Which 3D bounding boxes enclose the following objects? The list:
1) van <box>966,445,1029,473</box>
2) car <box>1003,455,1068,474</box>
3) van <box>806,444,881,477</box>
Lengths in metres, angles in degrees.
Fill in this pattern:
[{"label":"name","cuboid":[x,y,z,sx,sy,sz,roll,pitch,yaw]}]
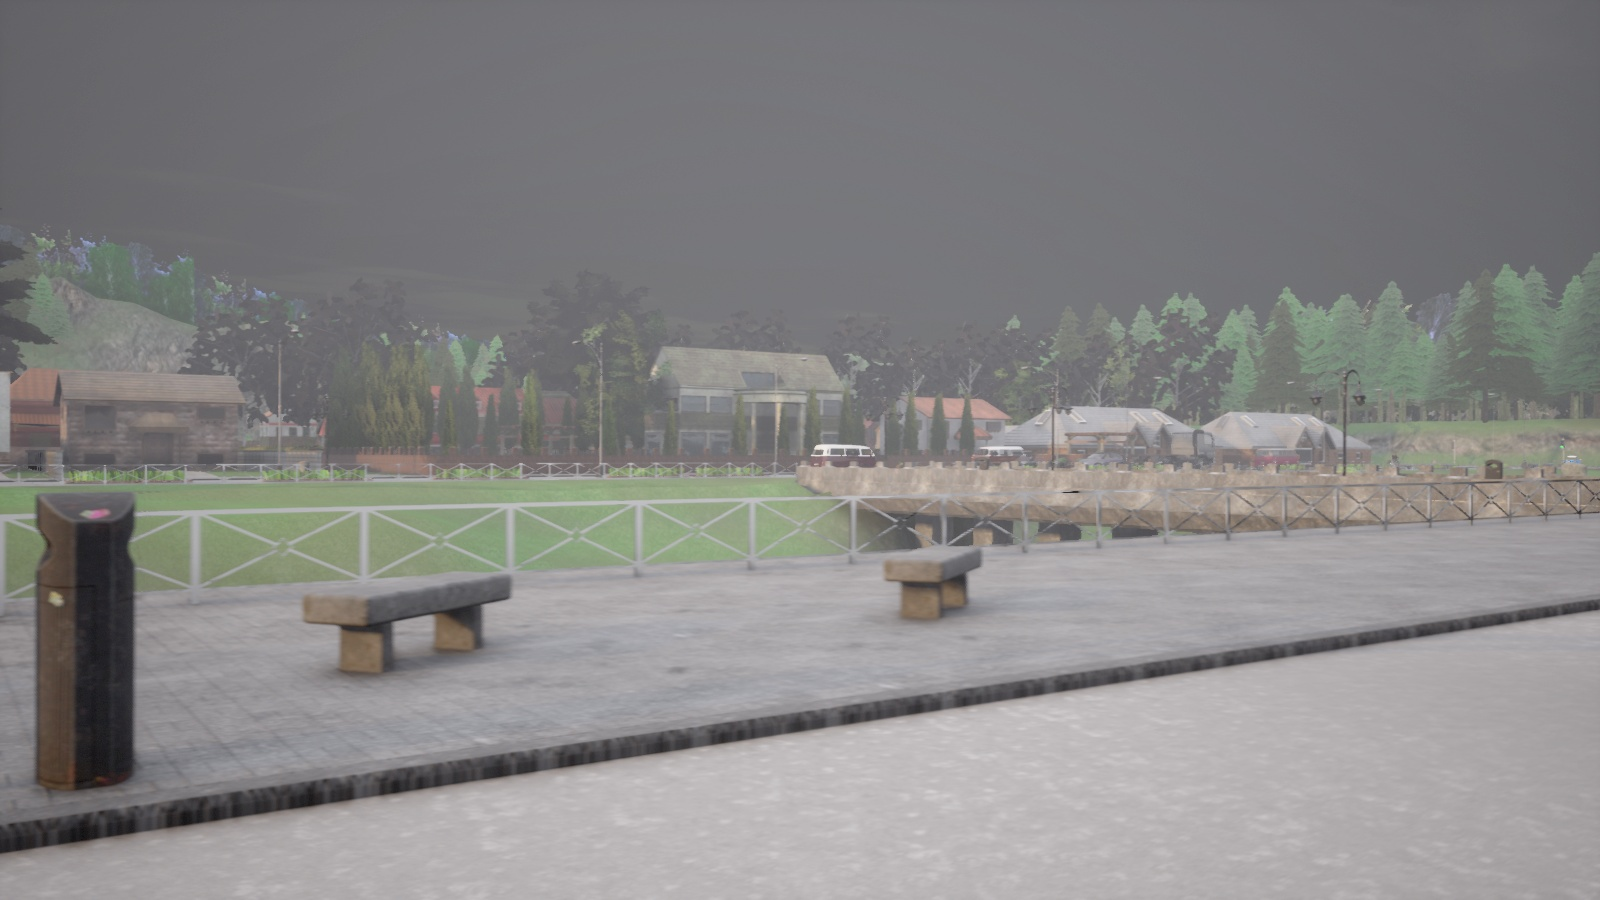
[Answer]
[{"label":"van","cuboid":[14.886,0.669,94.657,4.480,2.038,2.069,0,0,-35]},{"label":"car","cuboid":[17.138,1.033,91.349,4.718,1.301,1.895,0,0,-35]},{"label":"van","cuboid":[2.832,0.662,81.398,4.480,2.038,2.069,0,0,-35]}]
